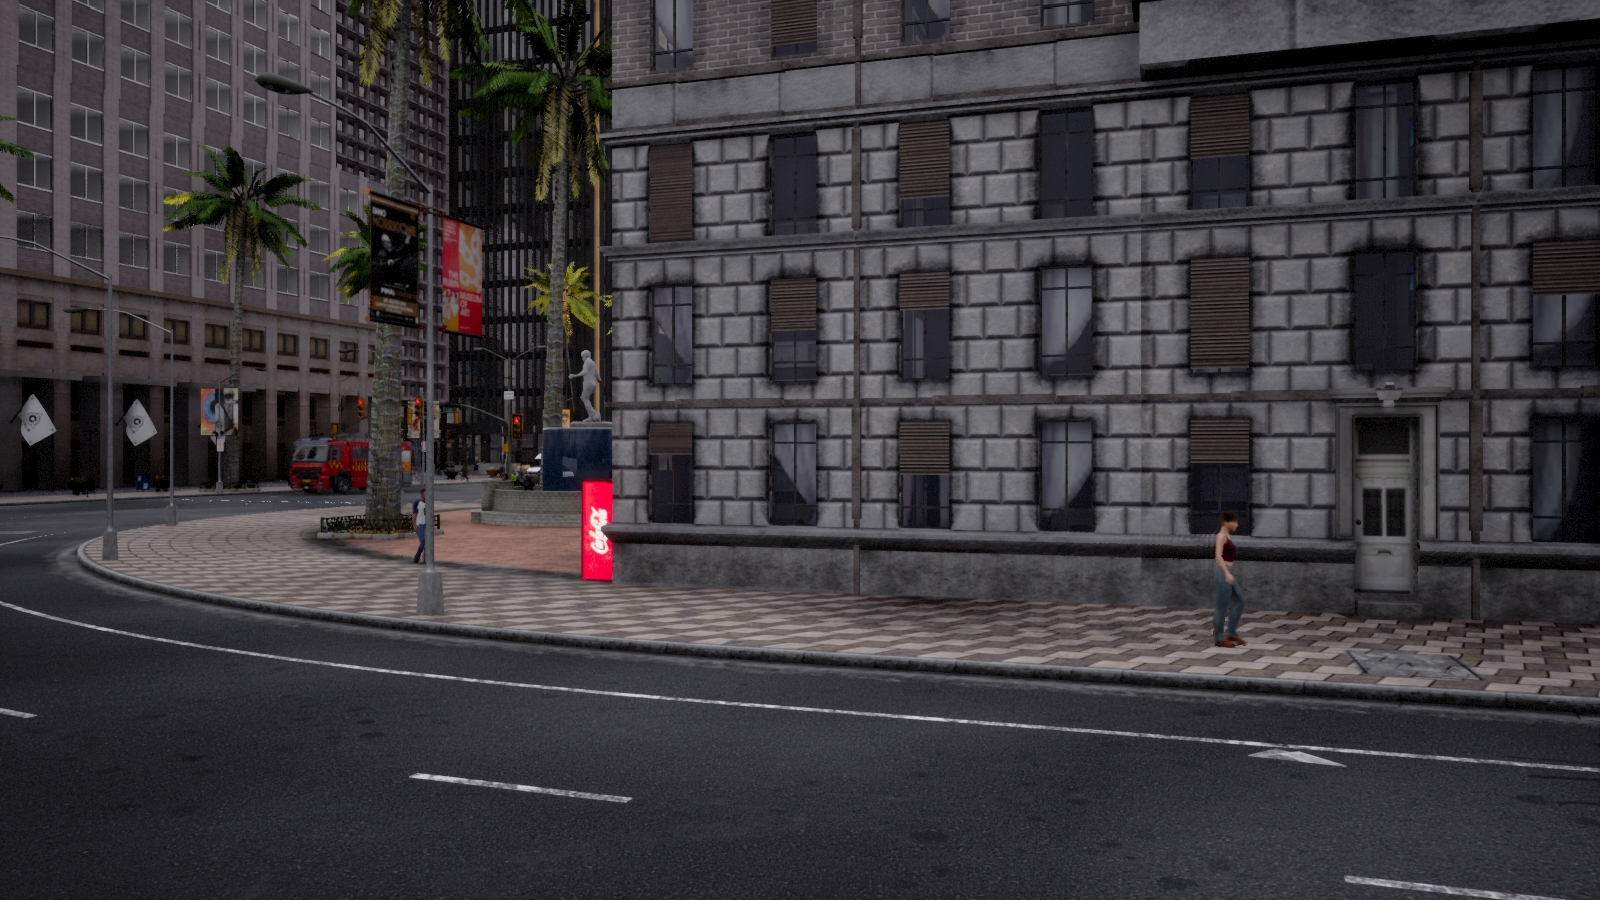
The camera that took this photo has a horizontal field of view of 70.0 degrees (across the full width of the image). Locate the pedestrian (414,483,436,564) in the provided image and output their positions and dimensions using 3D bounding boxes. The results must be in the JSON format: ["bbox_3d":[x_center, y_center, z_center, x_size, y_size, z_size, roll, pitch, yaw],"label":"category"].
[{"bbox_3d":[-8.703,1.696,26.510,0.375,1.860,0.375,0,0,-43],"label":"pedestrian"}]

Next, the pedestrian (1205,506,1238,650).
[{"bbox_3d":[5.635,1.696,15.283,0.375,1.860,0.375,0,0,27],"label":"pedestrian"}]
